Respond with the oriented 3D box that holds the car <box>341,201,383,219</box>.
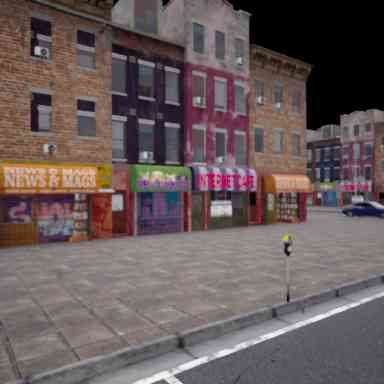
[{"bbox_3d":[15.149,1.535,28.283,1.812,1.442,4.674,0,0,-35],"label":"car"}]
